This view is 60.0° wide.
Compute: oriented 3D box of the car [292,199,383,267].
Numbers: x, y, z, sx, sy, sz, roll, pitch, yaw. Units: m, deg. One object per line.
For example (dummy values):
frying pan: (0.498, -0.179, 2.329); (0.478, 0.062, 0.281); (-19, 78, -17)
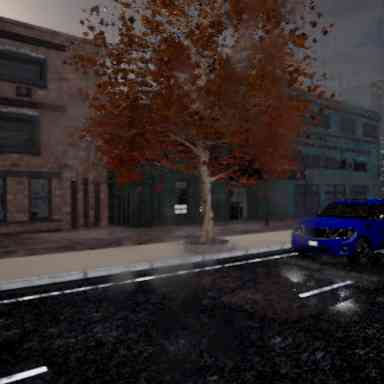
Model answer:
car: (6.016, 1.274, 12.060); (5.566, 2.045, 2.150); (1, 0, -36)

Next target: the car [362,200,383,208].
car: (32.838, 2.078, 58.818); (2.008, 1.369, 4.403); (-1, 0, -36)
